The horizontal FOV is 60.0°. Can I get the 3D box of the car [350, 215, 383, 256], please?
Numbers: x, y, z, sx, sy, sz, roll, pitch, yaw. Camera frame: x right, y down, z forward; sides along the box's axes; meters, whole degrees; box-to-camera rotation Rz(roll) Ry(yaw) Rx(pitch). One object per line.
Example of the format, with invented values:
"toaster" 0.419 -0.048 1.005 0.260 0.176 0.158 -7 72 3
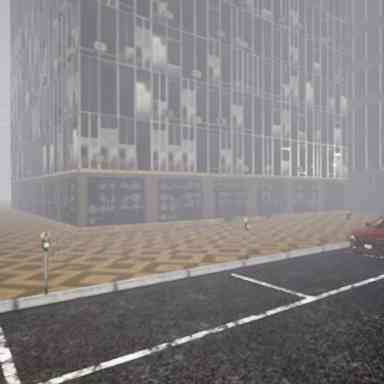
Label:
"car" 7.401 1.465 11.833 4.507 1.381 1.887 0 0 -35
